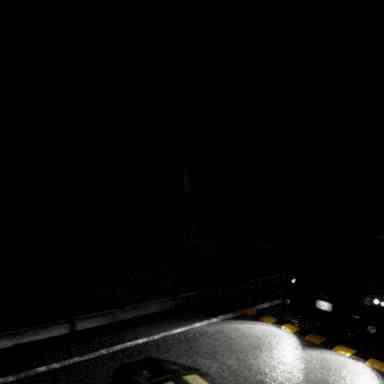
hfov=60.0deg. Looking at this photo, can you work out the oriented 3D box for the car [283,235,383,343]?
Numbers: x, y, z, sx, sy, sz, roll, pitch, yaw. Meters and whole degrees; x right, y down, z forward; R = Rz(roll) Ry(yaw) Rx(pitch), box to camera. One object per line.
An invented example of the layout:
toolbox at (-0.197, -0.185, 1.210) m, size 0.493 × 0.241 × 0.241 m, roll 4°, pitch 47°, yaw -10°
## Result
car at (3.662, 1.570, 6.306) m, size 4.181 × 1.385 × 1.994 m, roll 0°, pitch 0°, yaw -36°
